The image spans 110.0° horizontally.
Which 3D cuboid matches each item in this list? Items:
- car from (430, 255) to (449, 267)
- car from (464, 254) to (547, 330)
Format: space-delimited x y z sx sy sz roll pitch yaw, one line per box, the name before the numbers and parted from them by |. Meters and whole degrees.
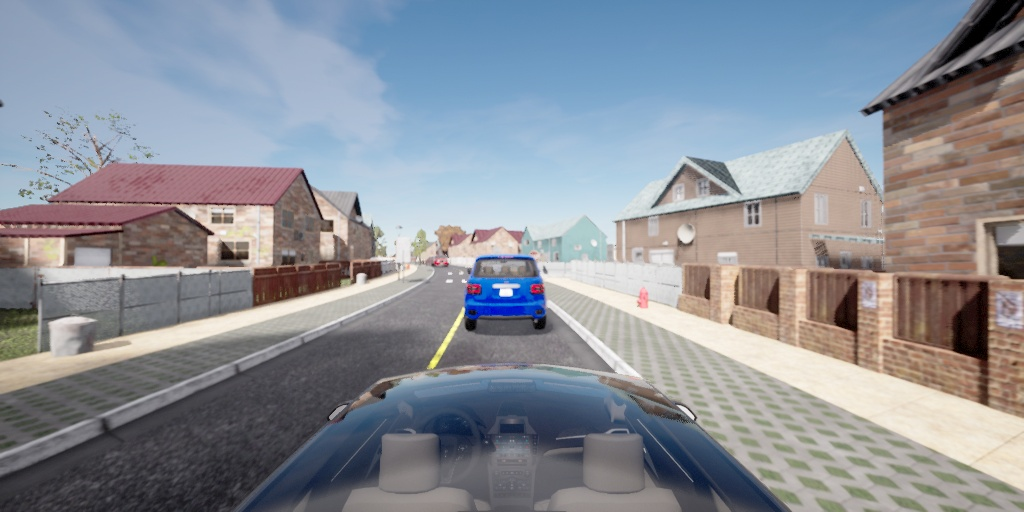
car | -11.965 0.830 59.816 2.150 2.045 5.566 0 0 -17
car | -0.249 0.949 11.189 2.150 2.045 5.566 0 0 -2
